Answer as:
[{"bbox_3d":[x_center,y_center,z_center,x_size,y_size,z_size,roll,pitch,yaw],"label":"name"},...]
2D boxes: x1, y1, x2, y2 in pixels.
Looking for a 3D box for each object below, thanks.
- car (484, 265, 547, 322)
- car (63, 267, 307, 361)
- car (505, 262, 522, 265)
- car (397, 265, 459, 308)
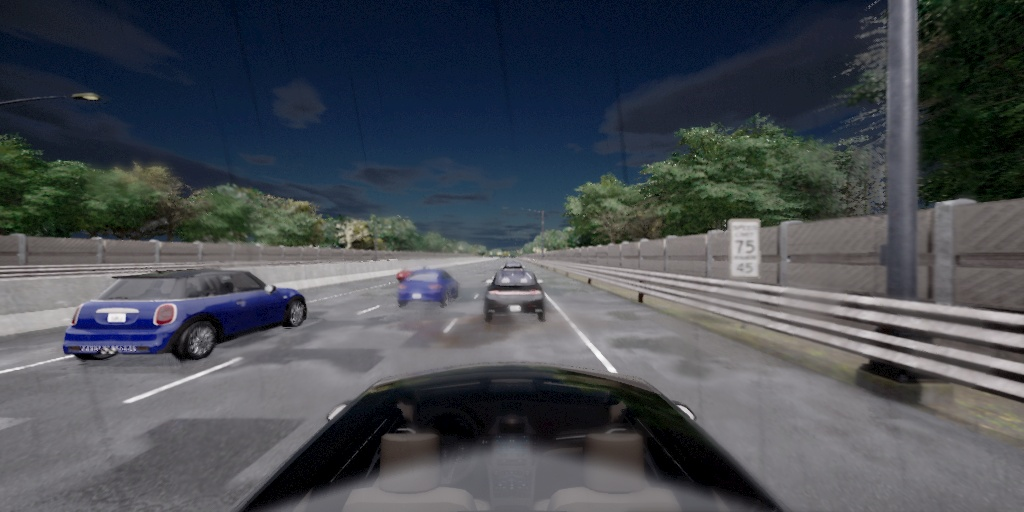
[{"bbox_3d":[0.099,1.232,12.285,2.128,1.511,4.902,0,0,0],"label":"car"},{"bbox_3d":[-6.900,1.095,8.388,2.097,1.767,4.553,0,0,0],"label":"car"},{"bbox_3d":[0.098,1.231,30.077,2.128,1.511,4.902,0,0,0],"label":"car"},{"bbox_3d":[-3.401,1.265,15.122,1.812,1.442,4.674,0,0,0],"label":"car"}]
